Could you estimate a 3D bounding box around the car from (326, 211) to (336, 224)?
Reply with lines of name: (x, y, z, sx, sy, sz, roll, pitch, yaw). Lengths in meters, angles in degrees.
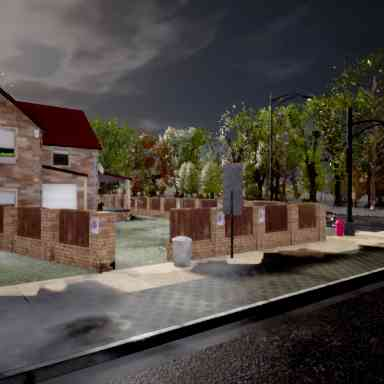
car: (7.684, 1.469, 23.349, 1.812, 1.442, 4.674, 0, 0, -36)
